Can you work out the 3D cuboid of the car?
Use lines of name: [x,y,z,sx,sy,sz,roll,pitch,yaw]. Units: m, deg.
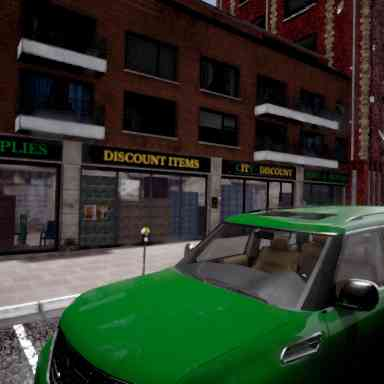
car: [1.272,1.224,3.851,5.566,2.045,2.150,0,0,-35]
